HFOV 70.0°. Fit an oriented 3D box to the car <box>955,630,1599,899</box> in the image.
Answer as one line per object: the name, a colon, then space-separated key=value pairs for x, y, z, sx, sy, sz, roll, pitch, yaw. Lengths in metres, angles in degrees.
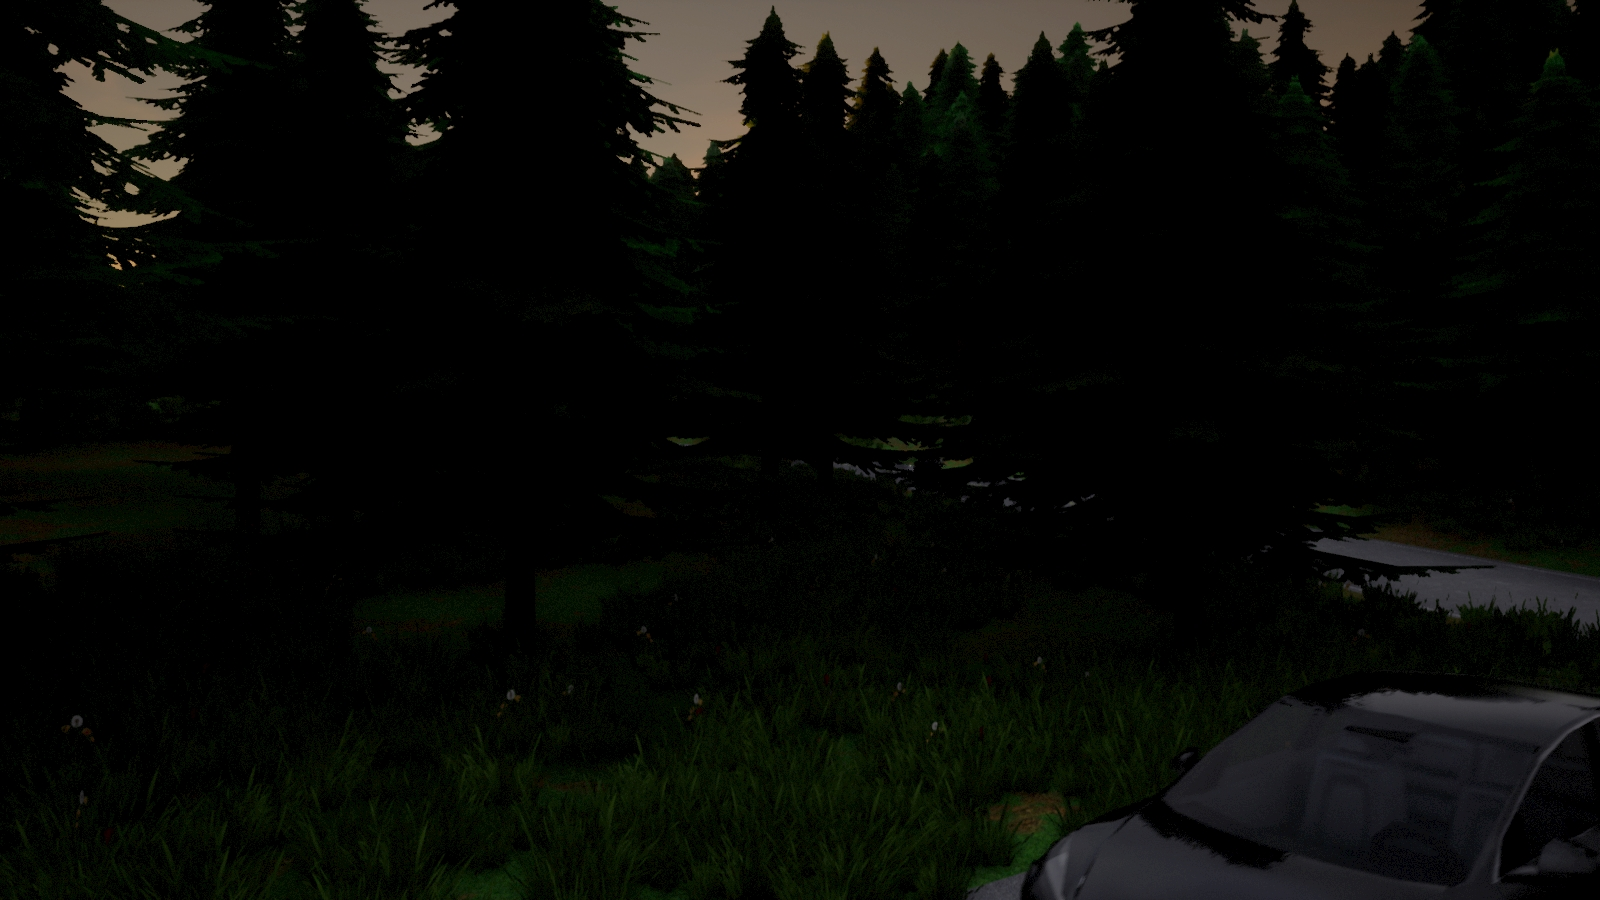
car: x=3.347 y=2.060 z=6.101 sx=4.792 sy=1.488 sz=2.163 roll=0 pitch=0 yaw=-35
